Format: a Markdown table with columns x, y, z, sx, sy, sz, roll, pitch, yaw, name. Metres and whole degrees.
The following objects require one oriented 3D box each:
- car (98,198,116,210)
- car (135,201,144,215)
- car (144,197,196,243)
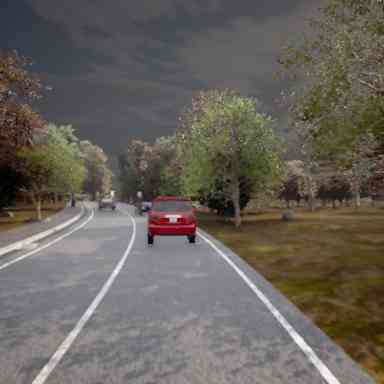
| x | y | z | sx | sy | sz | roll | pitch | yaw | name |
| --- | --- | --- | --- | --- | --- | --- | --- | --- | --- |
| -10.144 | 1.478 | 39.704 | 1.812 | 1.442 | 4.674 | 1 | -2 | -18 | car |
| -4.823 | 1.618 | 34.779 | 2.033 | 1.411 | 5.357 | 1 | 0 | -15 | car |
| -1.128 | 1.264 | 16.481 | 2.150 | 2.045 | 5.566 | 1 | 0 | -7 | car |
